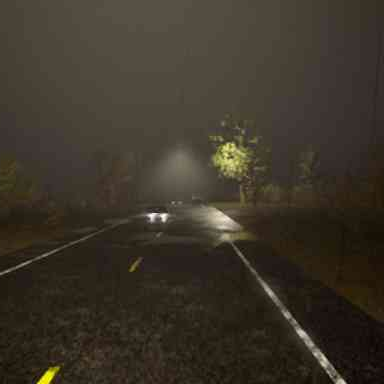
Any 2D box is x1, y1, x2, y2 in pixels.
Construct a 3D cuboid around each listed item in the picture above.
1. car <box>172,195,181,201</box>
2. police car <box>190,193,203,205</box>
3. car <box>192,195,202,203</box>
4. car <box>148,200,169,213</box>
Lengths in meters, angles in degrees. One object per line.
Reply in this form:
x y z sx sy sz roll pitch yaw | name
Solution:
-3.500 1.400 76.860 1.837 1.490 4.892 0 0 0 | car
1.050 1.460 61.860 1.930 1.638 5.238 0 0 0 | police car
1.050 1.516 71.751 1.882 1.535 5.008 0 0 0 | car
-3.594 1.589 36.409 1.994 1.385 4.181 0 0 0 | car
